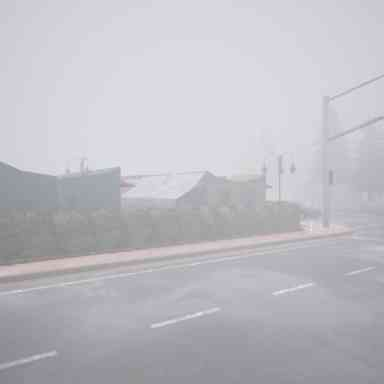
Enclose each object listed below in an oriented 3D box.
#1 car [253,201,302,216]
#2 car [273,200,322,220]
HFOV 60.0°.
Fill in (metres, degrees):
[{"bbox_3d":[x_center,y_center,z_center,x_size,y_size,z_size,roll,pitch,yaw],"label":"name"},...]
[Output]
[{"bbox_3d":[8.587,1.588,33.721,1.895,1.301,4.718,0,0,-37],"label":"car"},{"bbox_3d":[8.479,1.494,28.039,1.837,1.490,4.892,0,0,-37],"label":"car"}]
